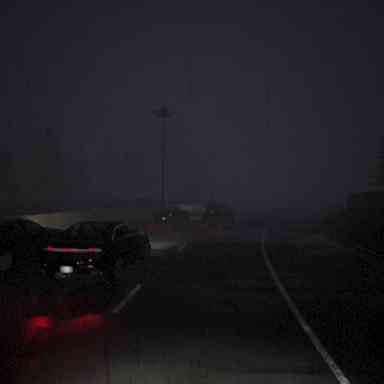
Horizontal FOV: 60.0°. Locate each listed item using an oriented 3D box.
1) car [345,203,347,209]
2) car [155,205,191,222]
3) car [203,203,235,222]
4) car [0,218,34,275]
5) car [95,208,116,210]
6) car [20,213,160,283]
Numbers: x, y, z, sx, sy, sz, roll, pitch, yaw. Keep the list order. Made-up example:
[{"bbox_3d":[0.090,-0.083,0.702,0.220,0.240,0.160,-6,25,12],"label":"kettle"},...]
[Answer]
[{"bbox_3d":[32.034,2.524,65.761,4.892,1.490,1.837,1,-1,-40],"label":"car"},{"bbox_3d":[-1.663,1.981,30.050,1.895,1.301,4.718,0,-1,19],"label":"car"},{"bbox_3d":[2.600,1.772,31.436,2.097,1.767,4.553,0,-1,20],"label":"car"},{"bbox_3d":[-6.049,1.589,10.980,1.882,1.535,5.008,0,-1,7],"label":"car"},{"bbox_3d":[-11.471,2.010,43.689,1.837,1.490,4.892,0,-1,24],"label":"car"},{"bbox_3d":[-2.626,1.610,10.121,2.128,1.511,4.902,0,-1,7],"label":"car"}]
